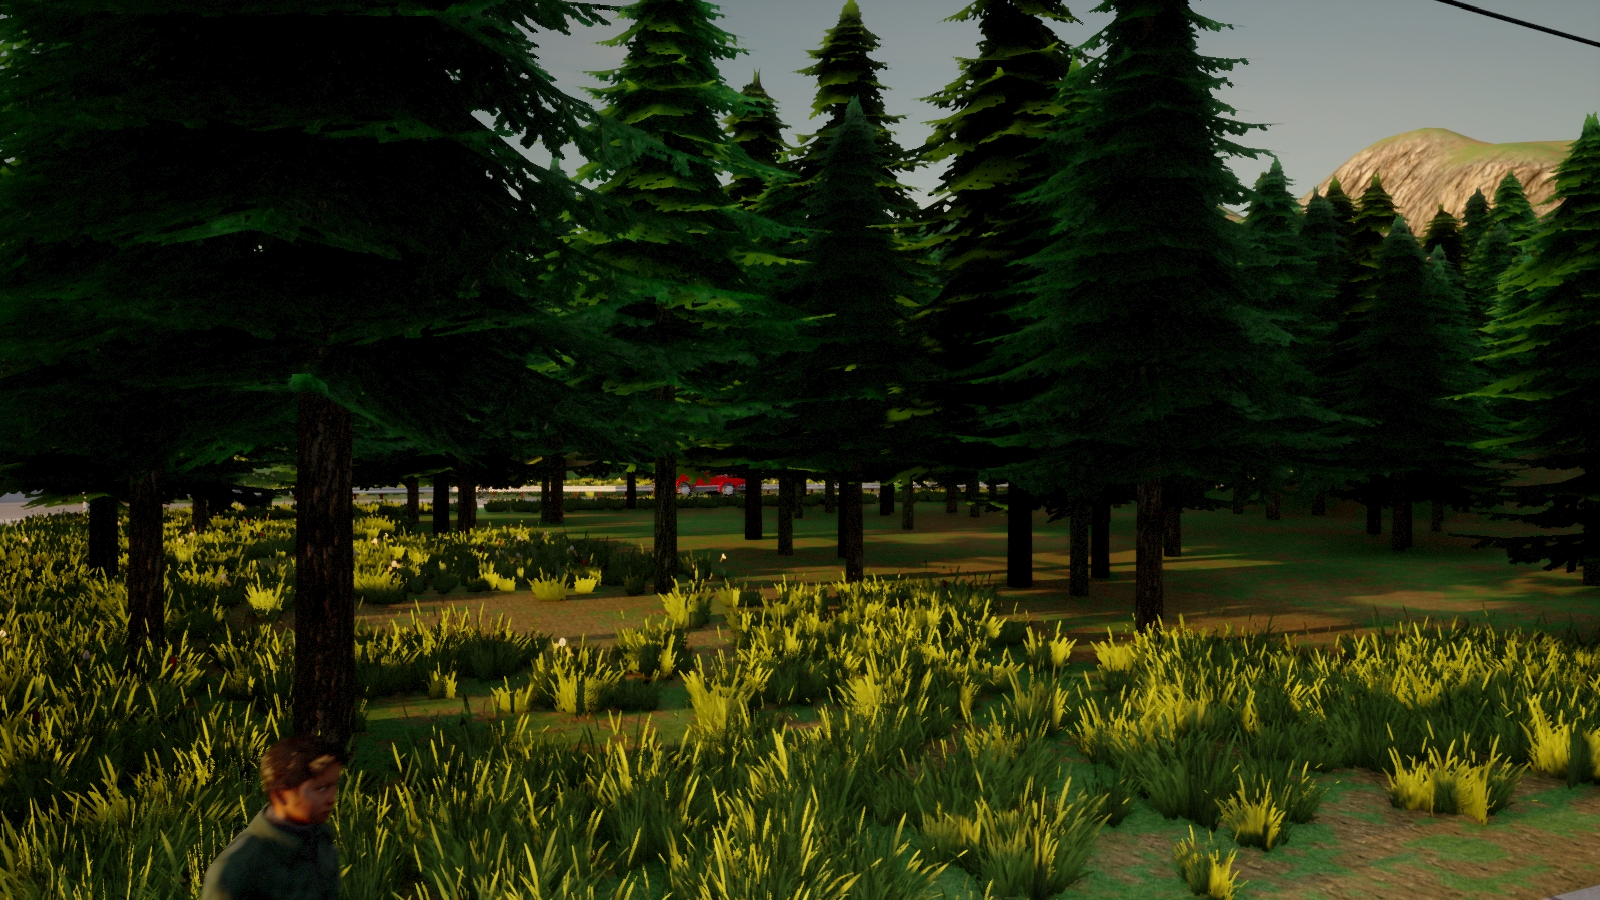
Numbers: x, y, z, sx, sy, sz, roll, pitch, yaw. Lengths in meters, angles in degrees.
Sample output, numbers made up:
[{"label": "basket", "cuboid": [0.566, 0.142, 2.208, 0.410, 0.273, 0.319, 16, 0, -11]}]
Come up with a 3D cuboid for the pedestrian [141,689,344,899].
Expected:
[{"label": "pedestrian", "cuboid": [-1.594, 1.663, 3.294, 0.375, 1.860, 0.375, 0, 0, 10]}]
